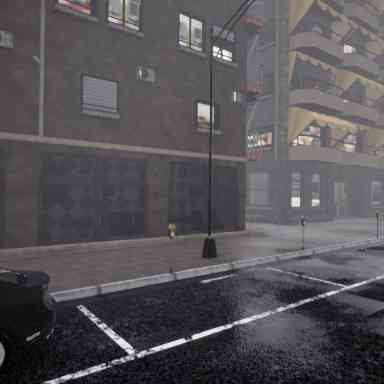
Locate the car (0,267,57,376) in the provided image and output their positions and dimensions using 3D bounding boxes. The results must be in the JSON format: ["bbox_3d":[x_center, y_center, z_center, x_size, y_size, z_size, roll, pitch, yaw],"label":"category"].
[{"bbox_3d":[-3.892,1.550,3.728,4.403,1.369,2.008,0,1,-36],"label":"car"}]
